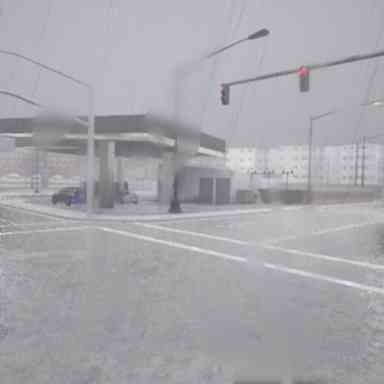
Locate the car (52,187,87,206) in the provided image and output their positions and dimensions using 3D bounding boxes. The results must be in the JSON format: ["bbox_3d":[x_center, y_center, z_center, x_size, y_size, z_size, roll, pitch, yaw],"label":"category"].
[{"bbox_3d":[-11.040,0.335,30.463,2.242,1.667,4.611,0,2,-44],"label":"car"}]

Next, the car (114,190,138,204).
[{"bbox_3d":[-7.463,0.491,35.023,1.970,1.475,3.806,0,2,-44],"label":"car"}]
